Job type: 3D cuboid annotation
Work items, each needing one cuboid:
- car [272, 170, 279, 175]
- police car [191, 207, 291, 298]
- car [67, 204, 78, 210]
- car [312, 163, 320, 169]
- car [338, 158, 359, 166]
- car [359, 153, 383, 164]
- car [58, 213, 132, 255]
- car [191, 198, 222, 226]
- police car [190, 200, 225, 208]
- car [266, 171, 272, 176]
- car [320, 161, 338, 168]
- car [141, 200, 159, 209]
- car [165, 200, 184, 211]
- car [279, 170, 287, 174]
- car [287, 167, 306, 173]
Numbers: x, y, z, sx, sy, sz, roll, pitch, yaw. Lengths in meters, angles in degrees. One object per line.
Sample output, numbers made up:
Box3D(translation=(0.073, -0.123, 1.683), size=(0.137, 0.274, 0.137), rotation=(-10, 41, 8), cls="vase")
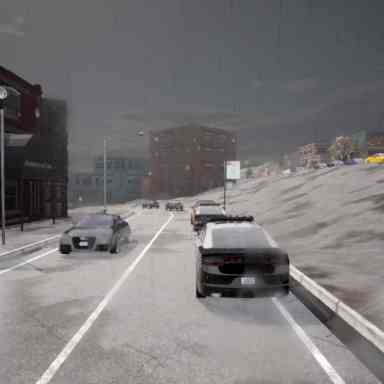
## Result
Box3D(translation=(20.939, -4.435, 77.485), size=(2.185, 1.767, 4.553), rotation=(0, 1, -1), cls="car")
Box3D(translation=(1.016, 1.422, 8.662), size=(1.930, 1.638, 5.238), rotation=(0, 0, 0), cls="police car")
Box3D(translation=(-28.519, 3.578, 77.231), size=(5.008, 1.535, 1.882), rotation=(-4, -2, 35), cls="car")
Box3D(translation=(21.509, -4.046, 55.385), size=(2.231, 1.521, 4.892), rotation=(0, 1, -1), cls="car")
Box3D(translation=(21.916, -3.830, 44.327), size=(2.002, 1.452, 4.674), rotation=(0, 1, -3), cls="car")
Box3D(translation=(22.291, -3.768, 38.791), size=(2.097, 1.535, 5.008), rotation=(0, 1, -4), cls="car")
Box3D(translation=(-3.661, 1.559, 13.218), size=(1.994, 1.385, 4.181), rotation=(0, 0, 0), cls="car")
Box3D(translation=(0.951, 1.379, 24.532), size=(2.097, 1.767, 4.553), rotation=(0, 0, 0), cls="car")
Box3D(translation=(0.976, 1.426, 18.667), size=(1.930, 1.638, 5.238), rotation=(0, 0, 0), cls="police car")
Box3D(translation=(20.796, -4.496, 83.004), size=(2.185, 1.767, 4.553), rotation=(0, 1, -1), cls="car")
Box3D(translation=(21.660, -3.967, 49.867), size=(2.231, 1.521, 4.892), rotation=(0, 1, -2), cls="car")
Box3D(translation=(-7.404, 2.217, 58.844), size=(1.837, 1.490, 4.892), rotation=(-1, -2, -31), cls="car")
Box3D(translation=(-2.481, 1.865, 46.247), size=(1.812, 1.442, 4.674), rotation=(0, -1, -16), cls="car")
Box3D(translation=(21.085, -4.203, 71.813), size=(2.002, 1.452, 4.674), rotation=(0, 1, -1), cls="car")
Box3D(translation=(21.227, -4.304, 66.320), size=(2.185, 1.767, 4.553), rotation=(0, 1, -1), cls="car")
